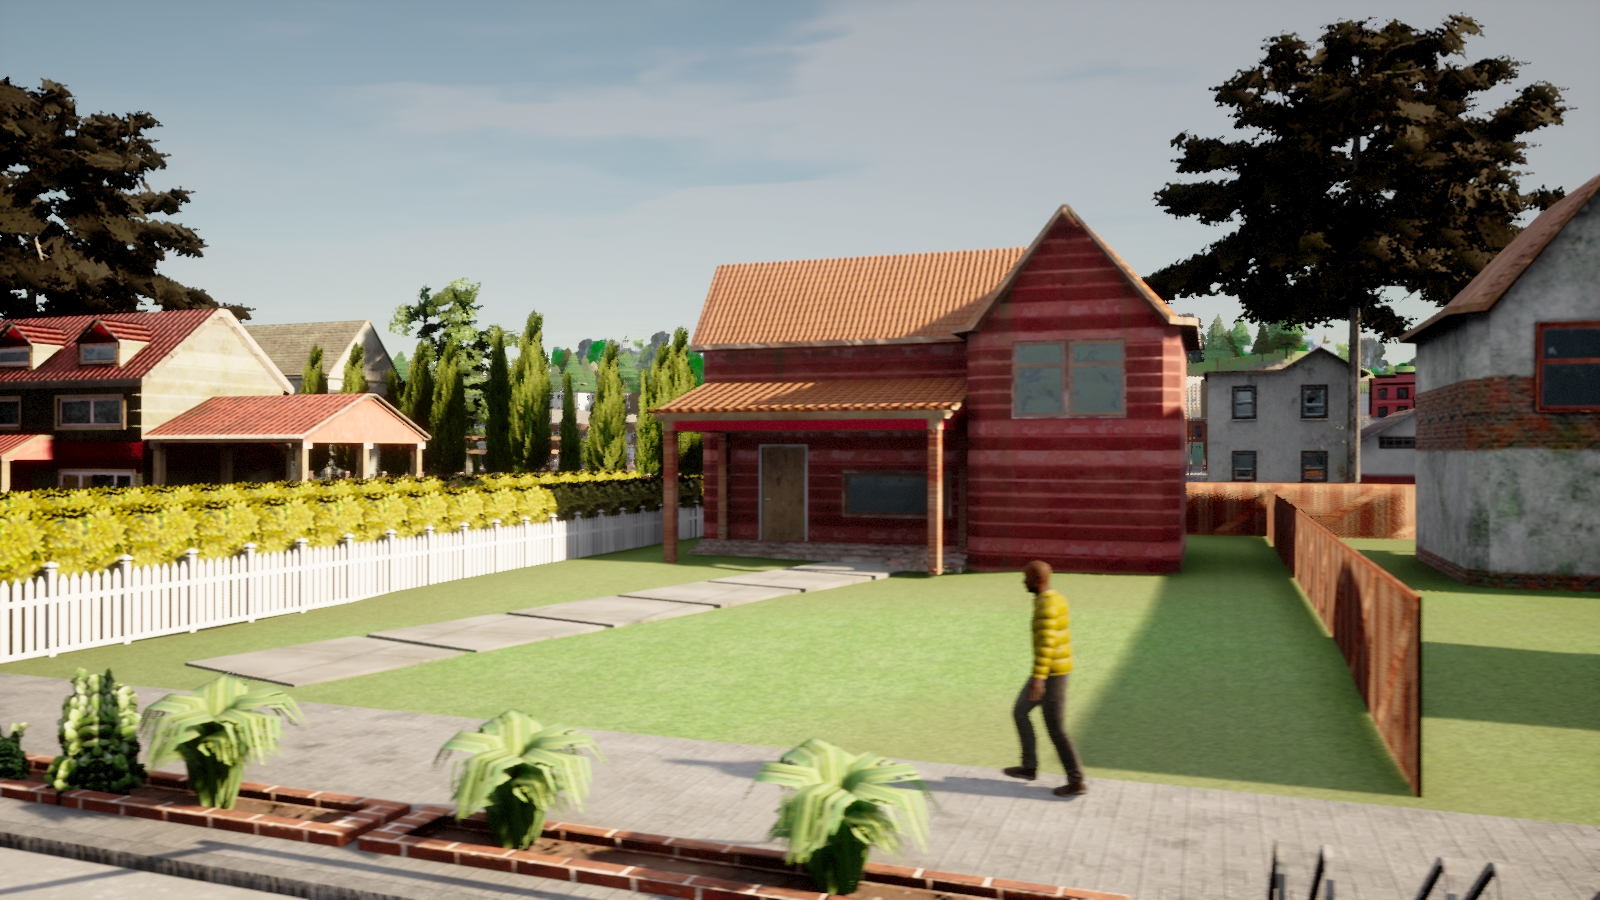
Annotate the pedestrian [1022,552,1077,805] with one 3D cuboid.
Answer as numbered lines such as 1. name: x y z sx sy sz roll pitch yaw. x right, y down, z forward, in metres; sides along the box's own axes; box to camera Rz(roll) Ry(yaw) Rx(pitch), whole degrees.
1. pedestrian: 1.934 1.743 8.847 0.375 1.860 0.375 0 0 20
